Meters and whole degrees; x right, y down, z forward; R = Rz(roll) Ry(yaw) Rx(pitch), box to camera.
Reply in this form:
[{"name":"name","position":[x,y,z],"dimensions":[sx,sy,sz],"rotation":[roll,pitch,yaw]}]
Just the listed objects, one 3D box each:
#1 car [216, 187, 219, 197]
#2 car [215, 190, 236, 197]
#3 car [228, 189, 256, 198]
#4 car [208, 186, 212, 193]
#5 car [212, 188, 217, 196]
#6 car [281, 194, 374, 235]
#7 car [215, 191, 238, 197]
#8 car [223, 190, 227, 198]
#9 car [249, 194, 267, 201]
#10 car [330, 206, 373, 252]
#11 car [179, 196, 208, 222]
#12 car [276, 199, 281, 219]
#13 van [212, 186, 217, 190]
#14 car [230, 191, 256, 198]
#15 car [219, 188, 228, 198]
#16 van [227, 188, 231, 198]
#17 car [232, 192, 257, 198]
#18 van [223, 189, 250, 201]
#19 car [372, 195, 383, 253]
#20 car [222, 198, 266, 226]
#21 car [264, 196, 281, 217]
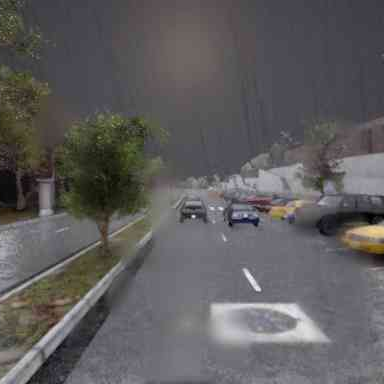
[{"name":"car","position":[8.114,0.448,62.927],"dimensions":[5.566,2.045,2.435],"rotation":[0,1,-20]},{"name":"car","position":[8.084,0.372,80.826],"dimensions":[4.674,1.452,2.002],"rotation":[0,1,-20]},{"name":"car","position":[8.054,0.803,47.991],"dimensions":[4.553,1.767,2.185],"rotation":[0,1,-20]},{"name":"car","position":[7.918,-0.005,92.690],"dimensions":[5.366,1.575,1.946],"rotation":[0,2,-20]},{"name":"car","position":[7.916,0.469,74.785],"dimensions":[5.366,1.575,1.946],"rotation":[0,2,-20]},{"name":"car","position":[8.052,1.123,17.981],"dimensions":[5.566,2.045,2.435],"rotation":[1,1,-20]},{"name":"car","position":[8.115,0.437,77.854],"dimensions":[4.792,1.488,2.163],"rotation":[0,1,-20]},{"name":"car","position":[8.077,0.839,53.967],"dimensions":[4.892,1.521,2.231],"rotation":[0,1,-20]},{"name":"car","position":[8.052,1.235,29.999],"dimensions":[4.792,1.488,2.163],"rotation":[0,1,-20]},{"name":"car","position":[7.901,1.425,11.930],"dimensions":[5.366,1.575,1.946],"rotation":[1,1,-20]},{"name":"car","position":[0.106,1.295,24.212],"dimensions":[1.837,1.490,4.892],"rotation":[0,1,0]},{"name":"car","position":[8.080,1.374,21.003],"dimensions":[4.674,1.452,2.002],"rotation":[1,1,-20]},{"name":"van","position":[7.985,0.031,83.750],"dimensions":[4.442,1.987,1.878],"rotation":[0,2,-20]},{"name":"car","position":[8.076,1.015,45.022],"dimensions":[4.674,1.452,2.002],"rotation":[0,1,-20]},{"name":"car","position":[8.062,0.541,56.932],"dimensions":[5.566,2.045,2.435],"rotation":[0,1,-20]},{"name":"van","position":[8.194,0.659,51.025],"dimensions":[4.442,1.987,1.878],"rotation":[0,1,-20]},{"name":"car","position":[8.055,1.050,42.004],"dimensions":[4.792,1.488,2.163],"rotation":[0,1,-20]},{"name":"van","position":[7.979,0.520,59.885],"dimensions":[4.442,1.987,1.878],"rotation":[0,1,-20]},{"name":"car","position":[8.101,1.200,9.000],"dimensions":[5.566,2.045,2.435],"rotation":[1,0,-20]},{"name":"car","position":[3.105,1.382,21.810],"dimensions":[2.033,1.411,5.357],"rotation":[0,1,0]},{"name":"car","position":[8.248,1.293,24.076],"dimensions":[5.366,1.575,1.946],"rotation":[1,1,-20]}]
